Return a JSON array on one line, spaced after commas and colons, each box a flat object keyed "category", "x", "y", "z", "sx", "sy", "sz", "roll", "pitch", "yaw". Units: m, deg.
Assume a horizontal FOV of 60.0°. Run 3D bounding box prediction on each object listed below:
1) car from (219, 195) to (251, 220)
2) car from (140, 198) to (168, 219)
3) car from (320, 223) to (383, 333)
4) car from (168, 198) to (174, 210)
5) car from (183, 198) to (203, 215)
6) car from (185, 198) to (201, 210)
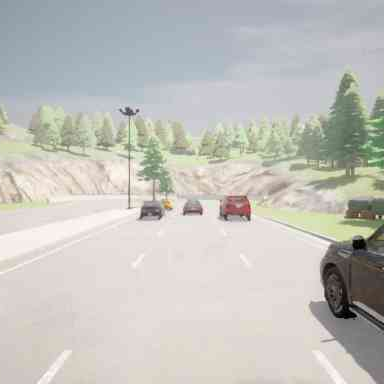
[{"category": "car", "x": 3.600, "y": 1.223, "z": 28.263, "sx": 2.150, "sy": 2.045, "sz": 5.566, "roll": 0, "pitch": 0, "yaw": 0}, {"category": "car", "x": -3.399, "y": 1.505, "z": 29.128, "sx": 1.837, "sy": 1.490, "sz": 4.892, "roll": 0, "pitch": 0, "yaw": 0}, {"category": "car", "x": 3.600, "y": 1.219, "z": 4.203, "sx": 2.150, "sy": 2.045, "sz": 5.566, "roll": 0, "pitch": 0, "yaw": 0}, {"category": "car", "x": -3.371, "y": 1.478, "z": 42.009, "sx": 1.882, "sy": 1.535, "sz": 5.008, "roll": 0, "pitch": 0, "yaw": 1}, {"category": "car", "x": 0.096, "y": 1.564, "z": 34.048, "sx": 1.994, "sy": 1.385, "sz": 4.181, "roll": 0, "pitch": 0, "yaw": 0}, {"category": "car", "x": 0.134, "y": 1.547, "z": 43.427, "sx": 2.033, "sy": 1.411, "sz": 5.357, "roll": 0, "pitch": 0, "yaw": 1}]
